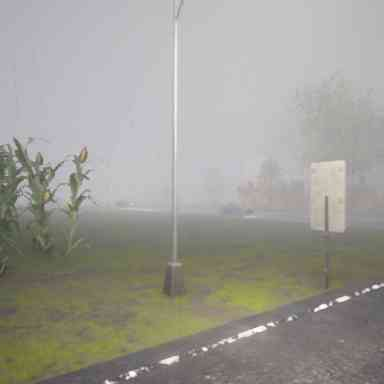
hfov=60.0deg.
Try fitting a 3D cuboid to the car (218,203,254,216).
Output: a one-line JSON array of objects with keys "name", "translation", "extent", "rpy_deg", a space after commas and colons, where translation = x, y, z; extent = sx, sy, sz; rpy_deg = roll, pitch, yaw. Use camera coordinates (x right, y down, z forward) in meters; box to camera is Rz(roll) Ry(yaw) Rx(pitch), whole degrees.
[{"name": "car", "translation": [4.827, 1.867, 36.890], "extent": [1.994, 1.385, 4.181], "rpy_deg": [0, -1, -39]}]

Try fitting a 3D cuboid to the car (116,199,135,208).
[{"name": "car", "translation": [-11.607, 1.956, 57.823], "extent": [2.128, 1.511, 4.902], "rpy_deg": [0, -1, -37]}]
